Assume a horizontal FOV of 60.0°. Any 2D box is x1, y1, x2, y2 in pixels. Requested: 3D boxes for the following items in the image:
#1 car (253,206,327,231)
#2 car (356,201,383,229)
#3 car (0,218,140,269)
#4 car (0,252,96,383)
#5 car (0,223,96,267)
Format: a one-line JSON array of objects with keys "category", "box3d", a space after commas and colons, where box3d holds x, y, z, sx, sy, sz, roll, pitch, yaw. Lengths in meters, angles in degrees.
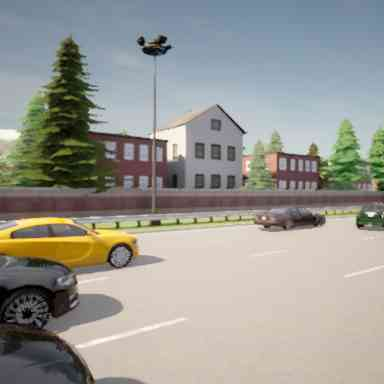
[{"category": "car", "box3d": [6.299, 1.608, 21.137, 5.357, 1.411, 2.033, 0, 0, -36]}, {"category": "car", "box3d": [12.504, 1.429, 21.264, 4.553, 1.767, 2.097, 0, 0, -36]}, {"category": "car", "box3d": [-3.931, 1.486, 9.541, 5.008, 1.535, 1.882, 0, 0, -35]}, {"category": "car", "box3d": [-2.950, 1.487, 1.641, 4.902, 1.511, 2.128, 0, 0, -36]}, {"category": "car", "box3d": [-4.264, 1.490, 5.003, 4.902, 1.511, 2.128, 0, 0, -36]}]
